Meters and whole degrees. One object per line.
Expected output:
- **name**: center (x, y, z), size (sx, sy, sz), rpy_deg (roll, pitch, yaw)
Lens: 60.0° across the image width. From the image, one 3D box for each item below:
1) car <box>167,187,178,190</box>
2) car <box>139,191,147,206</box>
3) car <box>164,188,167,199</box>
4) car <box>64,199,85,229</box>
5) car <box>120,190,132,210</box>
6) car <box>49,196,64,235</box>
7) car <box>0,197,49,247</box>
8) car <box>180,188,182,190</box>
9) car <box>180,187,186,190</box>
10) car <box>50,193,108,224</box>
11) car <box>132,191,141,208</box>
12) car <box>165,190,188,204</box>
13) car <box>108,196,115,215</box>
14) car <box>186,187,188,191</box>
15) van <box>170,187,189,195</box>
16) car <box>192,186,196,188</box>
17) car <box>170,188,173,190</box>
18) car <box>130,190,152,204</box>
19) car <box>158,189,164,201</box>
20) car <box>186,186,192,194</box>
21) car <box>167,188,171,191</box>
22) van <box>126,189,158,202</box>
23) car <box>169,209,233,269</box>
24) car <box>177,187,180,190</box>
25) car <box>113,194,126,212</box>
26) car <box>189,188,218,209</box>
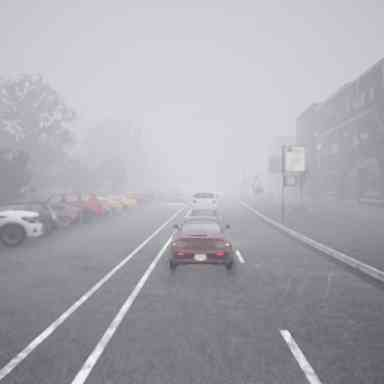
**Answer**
- **car**: center (-5.779, 0.344, 64.066), size (4.892, 1.521, 2.231), rpy_deg (-1, 1, -14)
- **car**: center (-7.986, 0.994, 37.420), size (5.008, 1.535, 2.097), rpy_deg (-1, 2, -16)
- **car**: center (-6.845, 0.498, 52.230), size (4.553, 1.767, 2.185), rpy_deg (-1, 2, -15)
- **car**: center (-8.976, 1.423, 19.604), size (4.792, 1.488, 2.163), rpy_deg (-1, 1, -18)
- **car**: center (-8.389, 1.019, 31.487), size (4.553, 1.767, 2.185), rpy_deg (-1, 1, -17)
- **car**: center (-9.039, 1.304, 16.653), size (4.553, 1.767, 2.185), rpy_deg (-1, 1, -18)
- **car**: center (-9.149, 1.206, 13.683), size (5.566, 2.045, 2.435), rpy_deg (-1, 0, -18)
- **car**: center (-5.148, 0.248, 69.973), size (4.674, 1.452, 2.002), rpy_deg (-1, 1, -14)
- **car**: center (-4.846, -0.109, 72.905), size (5.566, 2.045, 2.435), rpy_deg (-1, 1, -14)
- **car**: center (-8.849, 1.094, 22.571), size (5.566, 2.045, 2.435), rpy_deg (-1, 1, -18)
- **car**: center (-8.359, 1.070, 34.403), size (5.366, 1.575, 1.946), rpy_deg (-1, 2, -17)
- **car**: center (-2.091, 0.845, 46.251), size (1.994, 1.385, 4.181), rpy_deg (0, 1, 5)
- **car**: center (-8.686, 1.288, 25.562), size (4.892, 1.521, 2.231), rpy_deg (-1, 1, -17)
- **car**: center (-4.120, 0.053, 78.821), size (4.674, 1.452, 2.002), rpy_deg (-1, 1, -13)
- **van**: center (-3.266, -0.341, 84.738), size (4.442, 1.987, 1.878), rpy_deg (-1, 1, -13)
- **car**: center (-2.172, -0.257, 93.502), size (4.674, 1.452, 2.002), rpy_deg (-1, 1, -12)
- **car**: center (-6.316, 0.511, 58.157), size (4.792, 1.488, 2.163), rpy_deg (-1, 1, -15)
- **car**: center (-7.801, 0.919, 40.391), size (5.008, 1.535, 2.097), rpy_deg (-1, 1, -16)
- **car**: center (-7.131, 0.697, 49.275), size (5.008, 1.535, 2.097), rpy_deg (-1, 1, -16)
- **car**: center (-3.573, -0.058, 81.810), size (5.366, 1.575, 1.946), rpy_deg (-1, 1, -13)
- **car**: center (-6.611, 0.552, 55.188), size (5.008, 1.535, 2.097), rpy_deg (-1, 2, -15)
- **van**: center (-7.474, 0.547, 46.267), size (4.442, 1.987, 1.878), rpy_deg (-1, 2, -16)
- **car**: center (0.312, 1.516, 10.983), size (1.812, 1.442, 4.674), rpy_deg (0, 0, 2)
- **car**: center (-5.432, 0.149, 67.016), size (4.553, 1.767, 2.185), rpy_deg (-1, 2, -14)
- **car**: center (-8.519, 1.218, 28.526), size (5.008, 1.535, 2.097), rpy_deg (-1, 2, -17)
- **car**: center (1.161, 0.908, 30.221), size (2.150, 2.045, 5.566), rpy_deg (0, 1, 3)
